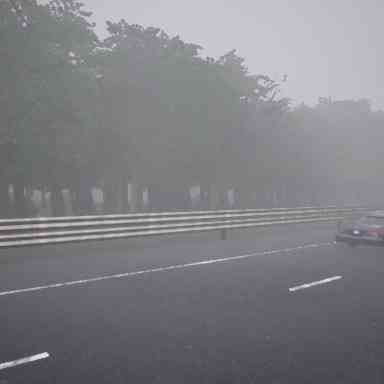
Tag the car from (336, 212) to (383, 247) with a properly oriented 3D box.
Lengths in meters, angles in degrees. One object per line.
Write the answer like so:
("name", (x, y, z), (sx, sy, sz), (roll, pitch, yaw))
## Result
("car", (8.275, 1.580, 14.071), (5.357, 1.411, 2.033), (0, 0, -35))
